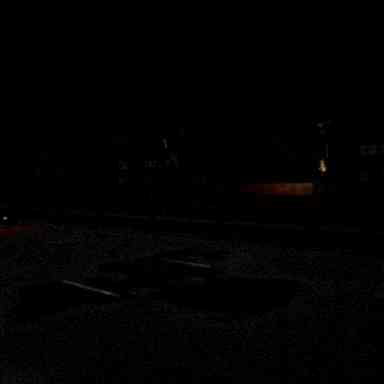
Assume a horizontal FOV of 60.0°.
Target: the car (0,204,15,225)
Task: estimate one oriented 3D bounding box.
[{"bbox_3d":[-13.662,1.456,22.336,4.674,1.442,1.812,0,0,36],"label":"car"}]
